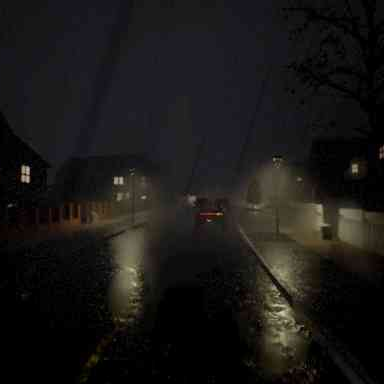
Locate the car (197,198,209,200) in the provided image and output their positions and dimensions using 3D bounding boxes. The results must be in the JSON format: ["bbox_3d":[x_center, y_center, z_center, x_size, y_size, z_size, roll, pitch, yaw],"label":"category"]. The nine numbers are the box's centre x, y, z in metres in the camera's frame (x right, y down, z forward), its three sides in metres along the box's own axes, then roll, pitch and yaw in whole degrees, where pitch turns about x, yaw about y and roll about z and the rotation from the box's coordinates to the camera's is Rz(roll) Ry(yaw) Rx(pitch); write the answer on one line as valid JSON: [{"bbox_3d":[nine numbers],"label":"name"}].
[{"bbox_3d":[1.345,1.552,43.339,1.837,1.490,4.892,0,0,11],"label":"car"}]

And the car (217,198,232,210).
[{"bbox_3d":[3.747,1.507,40.109,1.882,1.535,5.008,0,0,10],"label":"car"}]

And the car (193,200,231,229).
[{"bbox_3d":[1.297,1.521,22.130,2.128,1.511,4.902,0,0,5],"label":"car"}]
